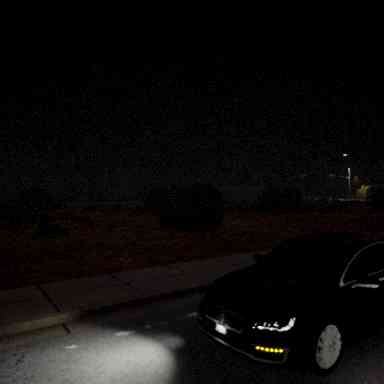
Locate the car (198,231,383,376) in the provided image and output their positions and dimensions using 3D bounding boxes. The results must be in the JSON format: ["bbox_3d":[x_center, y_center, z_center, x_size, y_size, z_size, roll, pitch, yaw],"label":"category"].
[{"bbox_3d":[2.349,1.487,5.643,4.892,1.490,1.837,0,0,-35],"label":"car"}]
